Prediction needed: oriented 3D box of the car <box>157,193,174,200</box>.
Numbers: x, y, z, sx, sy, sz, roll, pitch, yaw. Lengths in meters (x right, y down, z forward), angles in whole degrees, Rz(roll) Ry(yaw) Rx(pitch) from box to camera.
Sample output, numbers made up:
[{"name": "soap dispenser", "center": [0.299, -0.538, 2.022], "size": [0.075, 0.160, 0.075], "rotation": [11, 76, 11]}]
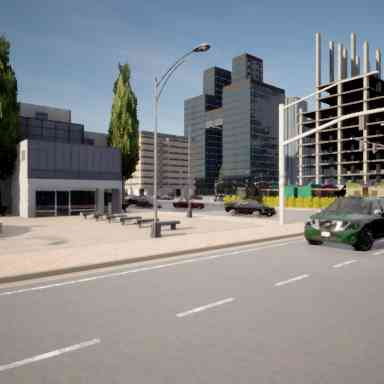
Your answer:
[{"name": "car", "center": [-6.380, 1.156, 85.082], "size": [3.866, 1.878, 1.905], "rotation": [0, 0, -40]}]

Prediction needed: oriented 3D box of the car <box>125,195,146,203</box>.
[{"name": "car", "center": [-11.717, 1.491, 68.910], "size": [2.128, 1.511, 4.902], "rotation": [0, 0, -38]}]

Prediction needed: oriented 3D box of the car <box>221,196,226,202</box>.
[{"name": "car", "center": [5.774, 1.492, 34.998], "size": [2.128, 1.511, 4.902], "rotation": [0, 0, -38]}]

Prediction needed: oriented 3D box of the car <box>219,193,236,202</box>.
[{"name": "car", "center": [8.003, 1.395, 67.756], "size": [3.806, 1.475, 1.970], "rotation": [0, 0, -40]}]

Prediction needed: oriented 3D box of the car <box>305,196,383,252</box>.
[{"name": "car", "center": [7.096, 1.221, 14.287], "size": [5.566, 2.045, 2.150], "rotation": [0, 1, -41]}]

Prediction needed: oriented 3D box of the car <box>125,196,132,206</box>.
[{"name": "car", "center": [-8.441, 1.491, 53.139], "size": [2.128, 1.511, 4.902], "rotation": [0, 0, -38]}]

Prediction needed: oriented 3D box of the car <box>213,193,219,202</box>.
[{"name": "car", "center": [6.165, 1.156, 69.992], "size": [3.866, 1.878, 1.905], "rotation": [0, 0, -40]}]

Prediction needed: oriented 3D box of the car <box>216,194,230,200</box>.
[{"name": "car", "center": [8.798, 1.395, 94.140], "size": [3.806, 1.475, 1.970], "rotation": [0, 0, -40]}]

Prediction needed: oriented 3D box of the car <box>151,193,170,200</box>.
[{"name": "car", "center": [-8.185, 1.153, 87.346], "size": [4.605, 1.855, 1.932], "rotation": [0, 0, -40]}]

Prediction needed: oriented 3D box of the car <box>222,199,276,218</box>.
[{"name": "car", "center": [5.226, 1.601, 30.035], "size": [1.895, 1.301, 4.718], "rotation": [0, 0, -38]}]

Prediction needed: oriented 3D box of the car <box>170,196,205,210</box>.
[{"name": "car", "center": [-0.428, 1.601, 42.894], "size": [1.895, 1.301, 4.718], "rotation": [0, 0, -38]}]

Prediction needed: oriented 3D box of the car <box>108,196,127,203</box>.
[{"name": "car", "center": [-15.228, 1.505, 67.713], "size": [1.837, 1.490, 4.892], "rotation": [0, 0, -38]}]

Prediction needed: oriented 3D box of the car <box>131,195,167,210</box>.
[{"name": "car", "center": [-5.714, 1.505, 43.963], "size": [1.837, 1.490, 4.892], "rotation": [0, 0, -38]}]
